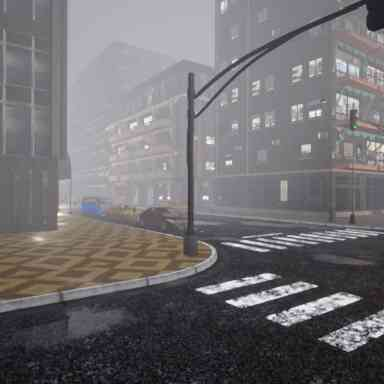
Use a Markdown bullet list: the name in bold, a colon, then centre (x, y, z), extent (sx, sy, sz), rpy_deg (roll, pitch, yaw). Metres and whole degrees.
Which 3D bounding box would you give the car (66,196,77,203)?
- **car**: centre (-21.405, 1.447, 61.645), extent (1.752, 1.417, 4.829), rpy_deg (0, 0, -36)

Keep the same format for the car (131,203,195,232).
- **car**: centre (-1.713, 1.525, 19.803), extent (1.802, 1.307, 4.206), rpy_deg (0, 0, -36)

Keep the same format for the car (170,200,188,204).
- **car**: centre (-1.603, 1.487, 34.029), extent (1.752, 1.417, 4.829), rpy_deg (0, 0, -36)

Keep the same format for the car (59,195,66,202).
- **car**: centre (-27.906, 1.360, 70.712), extent (1.967, 1.590, 4.097), rpy_deg (0, 0, -36)

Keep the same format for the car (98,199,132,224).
- **car**: centre (-4.914, 1.458, 24.266), extent (1.752, 1.417, 4.829), rpy_deg (0, 0, -36)

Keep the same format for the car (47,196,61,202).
- **car**: centre (-31.206, 1.488, 75.313), extent (1.947, 1.339, 4.313), rpy_deg (0, 0, -36)

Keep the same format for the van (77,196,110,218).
- **van**: centre (-8.313, 1.265, 29.008), extent (1.690, 1.788, 3.998), rpy_deg (0, 0, -36)
